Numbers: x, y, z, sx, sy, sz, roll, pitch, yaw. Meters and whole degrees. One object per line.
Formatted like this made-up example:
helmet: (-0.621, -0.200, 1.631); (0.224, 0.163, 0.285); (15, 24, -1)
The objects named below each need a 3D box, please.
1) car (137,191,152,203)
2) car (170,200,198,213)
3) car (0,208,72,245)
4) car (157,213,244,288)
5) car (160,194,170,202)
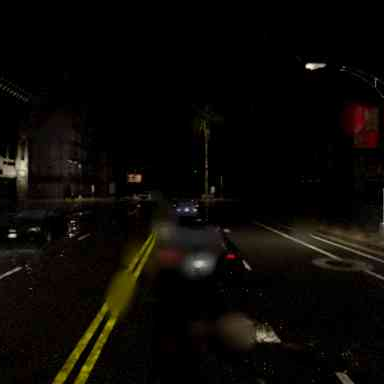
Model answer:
car: (-8.082, 0.869, 57.554); (2.150, 2.045, 5.566); (0, 0, -2)
car: (-0.465, 1.355, 27.053); (2.033, 1.411, 5.357); (0, 0, -2)
car: (-6.748, 1.413, 14.378); (1.994, 1.385, 4.181); (0, 0, -2)
car: (0.132, 1.499, 9.072); (1.994, 1.385, 4.181); (0, 0, -2)
car: (-4.983, 1.078, 62.243); (1.812, 1.442, 4.674); (0, 0, -4)
